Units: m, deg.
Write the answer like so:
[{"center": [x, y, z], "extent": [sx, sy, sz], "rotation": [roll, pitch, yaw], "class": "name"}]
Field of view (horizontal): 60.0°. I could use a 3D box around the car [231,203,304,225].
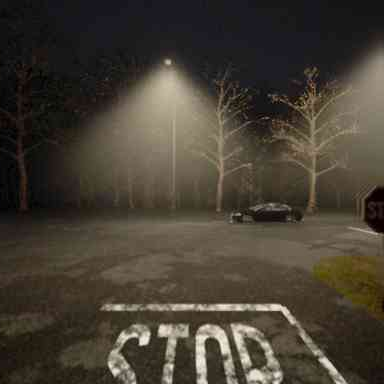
[{"center": [5.210, 1.521, 23.133], "extent": [4.902, 1.511, 2.128], "rotation": [0, 0, 0], "class": "car"}]
